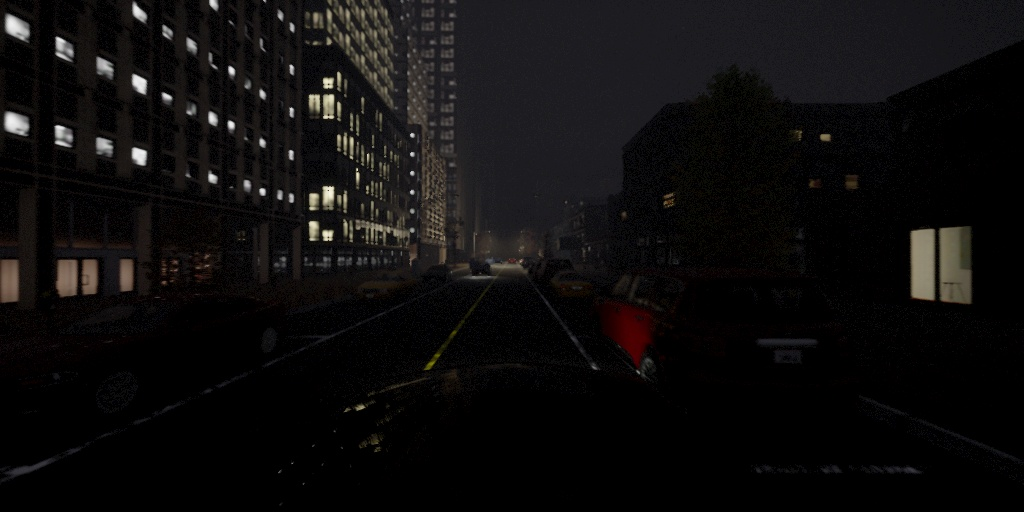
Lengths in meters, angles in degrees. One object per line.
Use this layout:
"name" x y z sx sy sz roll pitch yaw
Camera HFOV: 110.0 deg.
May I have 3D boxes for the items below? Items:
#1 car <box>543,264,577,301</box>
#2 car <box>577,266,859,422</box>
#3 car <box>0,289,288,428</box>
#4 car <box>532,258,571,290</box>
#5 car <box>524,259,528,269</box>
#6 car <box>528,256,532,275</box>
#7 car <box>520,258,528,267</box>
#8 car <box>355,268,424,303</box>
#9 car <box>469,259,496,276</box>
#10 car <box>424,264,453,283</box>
"car" 2.681 1.285 17.129 1.751 1.417 4.829 0 0 0
"car" 2.688 1.067 5.885 2.192 1.841 5.009 0 0 0
"car" -5.693 1.297 5.882 1.888 1.381 4.507 0 0 0
"car" 2.677 1.079 22.496 2.192 1.841 5.009 0 0 0
"car" 2.667 1.346 39.107 1.948 1.339 4.313 0 0 0
"car" 2.674 1.084 28.033 2.192 1.841 5.009 0 0 0
"car" 2.657 1.381 55.717 1.802 1.307 4.207 0 0 0
"car" -5.700 1.285 16.786 1.751 1.417 4.829 0 0 0
"car" -3.117 1.326 37.902 2.033 1.411 5.357 0 0 0
"car" -5.707 1.335 28.030 1.948 1.339 4.313 0 0 0
